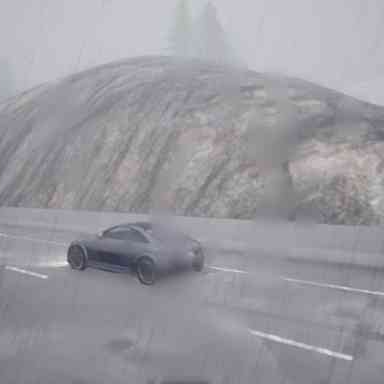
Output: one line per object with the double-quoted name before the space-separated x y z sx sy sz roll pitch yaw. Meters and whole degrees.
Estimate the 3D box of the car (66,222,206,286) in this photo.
"car" -1.676 1.561 9.481 4.181 1.385 1.994 0 0 36
